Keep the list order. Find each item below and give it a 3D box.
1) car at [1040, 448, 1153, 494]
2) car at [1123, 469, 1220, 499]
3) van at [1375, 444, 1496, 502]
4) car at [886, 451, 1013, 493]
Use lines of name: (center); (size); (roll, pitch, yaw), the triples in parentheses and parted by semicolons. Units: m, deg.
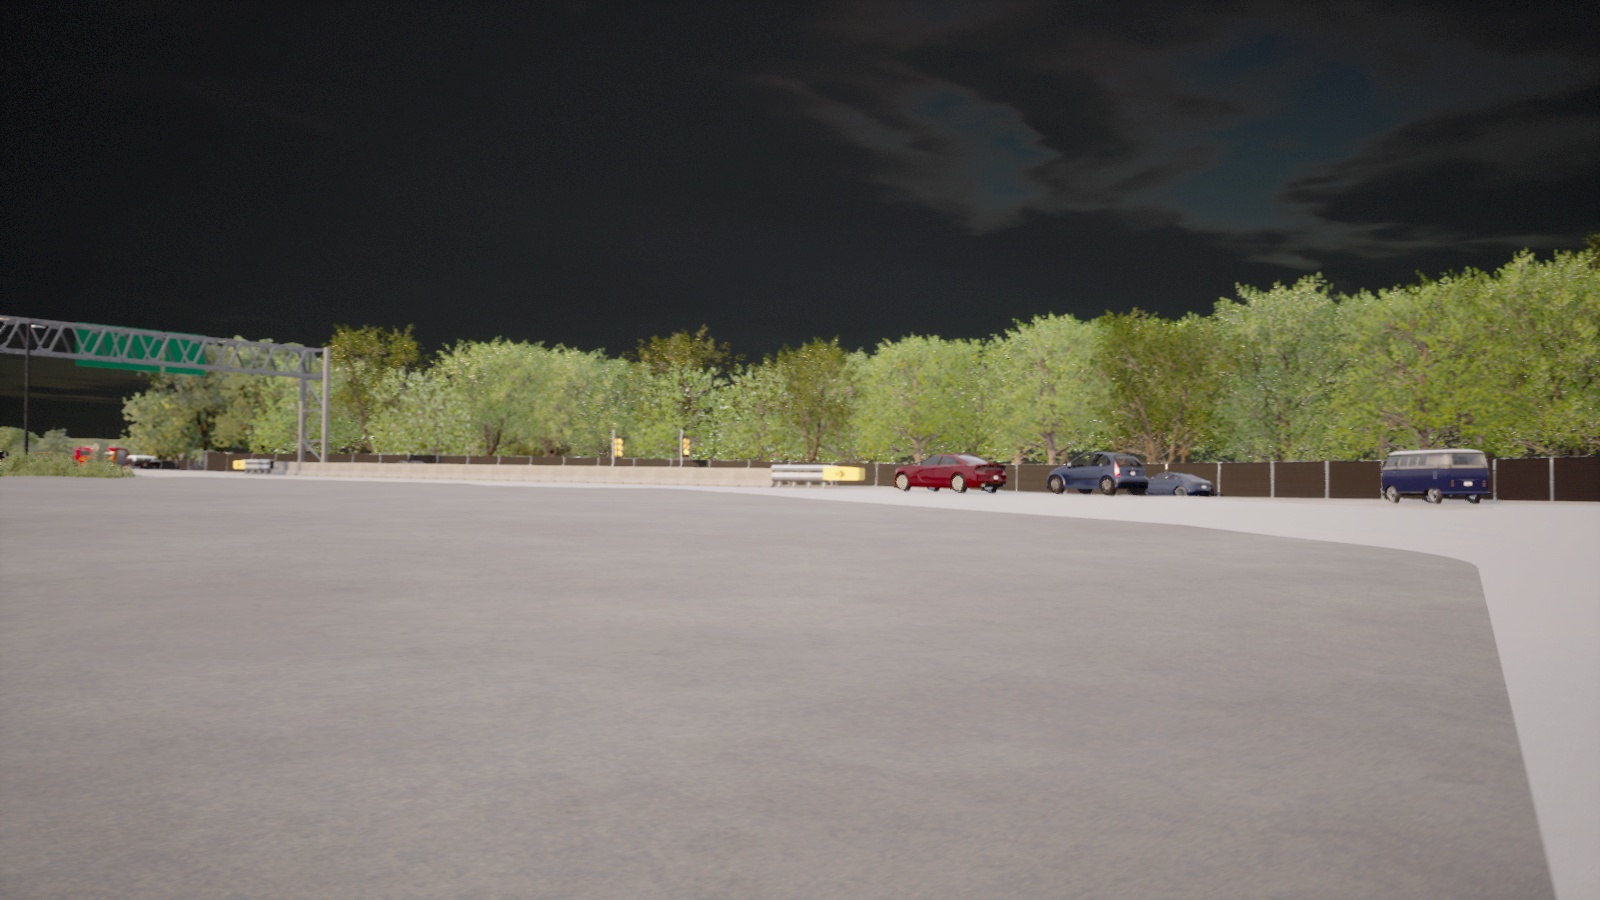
car: (11.120, 0.791, 47.290); (1.851, 1.617, 3.988); (1, -1, -31)
car: (18.082, 1.661, 61.272); (1.994, 1.385, 4.181); (1, -2, -34)
van: (23.167, 0.871, 45.996); (1.775, 1.987, 4.442); (0, -2, -6)
car: (5.722, 0.837, 48.614); (1.882, 1.535, 5.008); (2, -1, -39)
